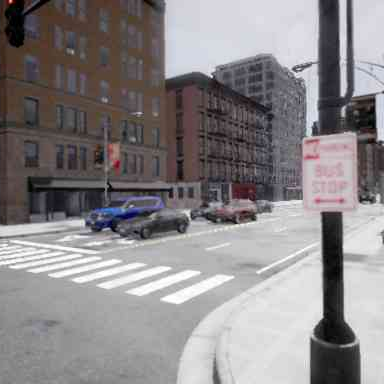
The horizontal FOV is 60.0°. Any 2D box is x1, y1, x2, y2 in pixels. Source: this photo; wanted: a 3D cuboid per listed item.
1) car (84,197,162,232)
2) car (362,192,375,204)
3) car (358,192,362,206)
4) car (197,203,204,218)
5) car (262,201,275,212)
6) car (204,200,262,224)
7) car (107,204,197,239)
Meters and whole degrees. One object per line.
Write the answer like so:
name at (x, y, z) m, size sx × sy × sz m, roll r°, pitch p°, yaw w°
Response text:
car at (-4.000, 1.354, 20.922) m, size 2.150 × 2.045 × 5.566 m, roll -1°, pitch 0°, yaw 35°
car at (30.406, 0.986, 57.943) m, size 2.150 × 2.045 × 5.566 m, roll -1°, pitch 0°, yaw 35°
car at (20.715, 1.206, 44.244) m, size 2.097 × 1.767 × 4.553 m, roll -1°, pitch 0°, yaw 35°
car at (1.626, 1.606, 28.860) m, size 1.812 × 1.442 × 4.674 m, roll -1°, pitch 0°, yaw 35°
car at (7.479, 1.627, 37.114) m, size 1.895 × 1.301 × 4.718 m, roll -1°, pitch 0°, yaw 35°
car at (3.226, 1.393, 25.496) m, size 2.097 × 1.767 × 4.553 m, roll -1°, pitch 0°, yaw 35°
car at (-2.003, 1.615, 18.110) m, size 1.812 × 1.442 × 4.674 m, roll -1°, pitch 0°, yaw 37°
